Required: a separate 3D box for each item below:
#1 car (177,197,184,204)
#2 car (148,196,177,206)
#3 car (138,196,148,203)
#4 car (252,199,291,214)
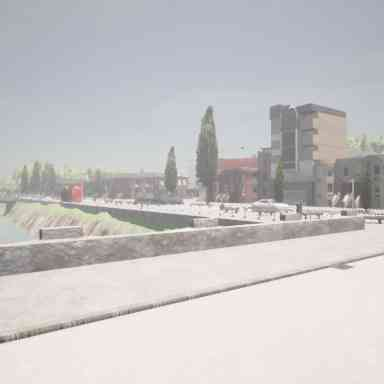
[{"bbox_3d":[-3.626,1.547,60.287,2.033,1.411,5.357,0,0,-36],"label":"car"},{"bbox_3d":[-4.960,1.506,55.013,1.837,1.490,4.892,0,0,-35],"label":"car"},{"bbox_3d":[-9.838,1.546,68.948,2.033,1.411,5.357,0,0,-36],"label":"car"},{"bbox_3d":[8.525,1.526,36.147,1.812,1.442,4.674,0,0,-36],"label":"car"}]
